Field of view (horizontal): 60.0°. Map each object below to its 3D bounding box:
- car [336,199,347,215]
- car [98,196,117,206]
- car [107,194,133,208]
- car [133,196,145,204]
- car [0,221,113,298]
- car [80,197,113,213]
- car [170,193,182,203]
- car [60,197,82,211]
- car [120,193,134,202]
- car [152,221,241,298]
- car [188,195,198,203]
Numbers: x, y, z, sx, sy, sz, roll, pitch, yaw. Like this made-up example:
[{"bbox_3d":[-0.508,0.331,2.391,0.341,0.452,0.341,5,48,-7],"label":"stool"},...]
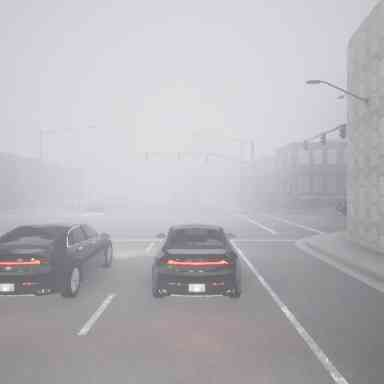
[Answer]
[{"bbox_3d":[14.906,0.764,27.550,5.566,2.045,2.150,-5,0,0],"label":"car"},{"bbox_3d":[-13.913,1.504,55.179,1.837,1.490,4.892,0,0,0],"label":"car"},{"bbox_3d":[-10.445,1.353,48.179,2.097,1.767,4.553,0,0,0],"label":"car"},{"bbox_3d":[-10.330,1.547,64.602,2.033,1.411,5.357,0,0,1],"label":"car"},{"bbox_3d":[-3.395,1.505,8.525,1.837,1.490,4.892,0,0,0],"label":"car"},{"bbox_3d":[-10.342,1.564,36.233,1.994,1.385,4.181,0,0,-2],"label":"car"},{"bbox_3d":[-3.288,1.221,68.287,2.150,2.045,5.566,0,0,0],"label":"car"},{"bbox_3d":[-13.977,1.352,39.823,2.097,1.767,4.553,0,0,0],"label":"car"},{"bbox_3d":[-13.781,1.173,70.560,2.097,1.767,4.553,0,0,0],"label":"car"},{"bbox_3d":[0.105,1.505,8.509,1.837,1.490,4.892,0,0,0],"label":"car"},{"bbox_3d":[0.212,1.352,68.220,2.097,1.767,4.553,0,0,0],"label":"car"}]
